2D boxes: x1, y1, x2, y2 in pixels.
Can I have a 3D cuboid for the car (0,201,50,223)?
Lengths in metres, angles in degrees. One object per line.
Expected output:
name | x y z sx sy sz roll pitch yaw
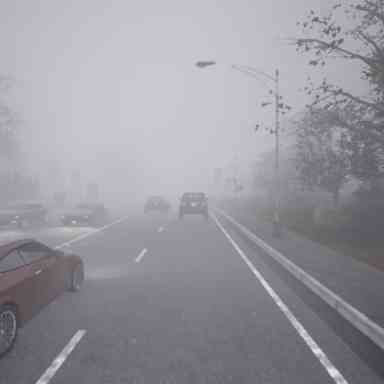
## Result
car | -10.534 1.362 20.640 1.837 1.490 4.892 0 0 1

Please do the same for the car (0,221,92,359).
car | -3.400 1.495 5.752 1.812 1.442 4.674 0 0 0

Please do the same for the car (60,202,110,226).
car | -7.015 1.386 22.470 2.033 1.411 5.357 0 1 0

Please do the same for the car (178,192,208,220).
car | 0.117 1.019 26.202 2.150 2.045 5.566 0 0 0

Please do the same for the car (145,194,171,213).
car | -3.271 1.083 32.386 2.097 1.767 4.553 0 1 1

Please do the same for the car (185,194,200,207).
car | 0.069 1.049 44.142 1.882 1.535 5.008 0 1 1
